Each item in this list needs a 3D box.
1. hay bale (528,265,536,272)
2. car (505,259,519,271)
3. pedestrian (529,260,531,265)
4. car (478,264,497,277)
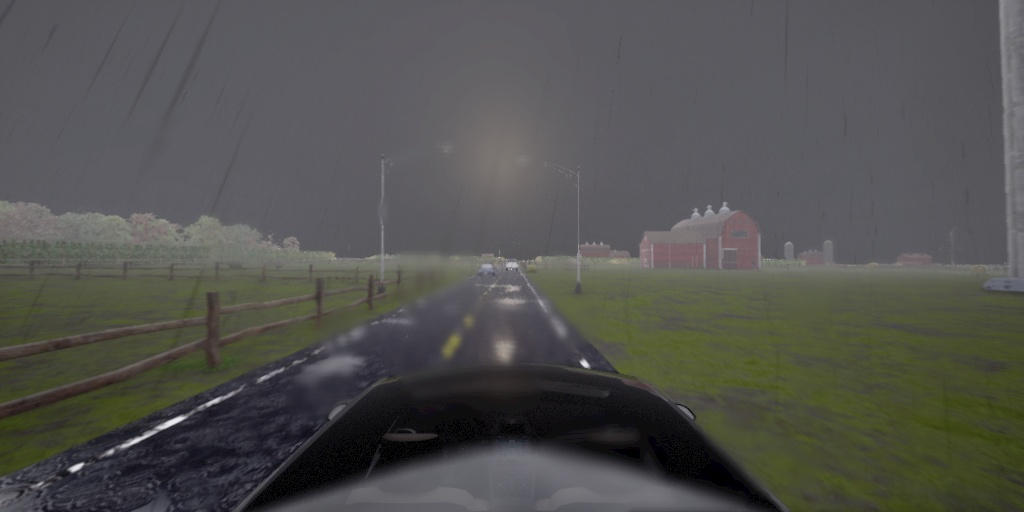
[{"bbox_3d":[3.113,1.885,56.189,1.220,1.180,1.240,0,0,0],"label":"hay bale"},{"bbox_3d":[-0.013,1.540,63.850,2.150,2.045,5.566,0,0,0],"label":"car"},{"bbox_3d":[2.813,1.546,57.314,0.375,1.860,0.375,1,-1,2],"label":"pedestrian"},{"bbox_3d":[-2.840,1.625,41.341,1.812,1.442,4.674,0,-1,0],"label":"car"}]
